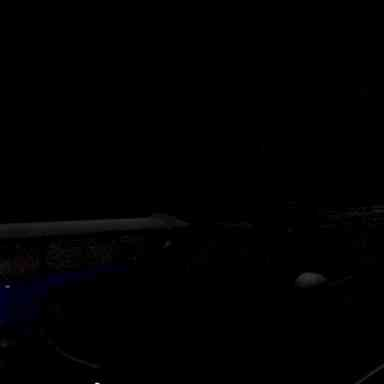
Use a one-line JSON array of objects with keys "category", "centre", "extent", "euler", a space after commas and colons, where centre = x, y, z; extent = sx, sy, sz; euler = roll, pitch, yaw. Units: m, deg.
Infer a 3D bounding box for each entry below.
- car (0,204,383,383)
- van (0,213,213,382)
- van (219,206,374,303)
[{"category": "car", "centre": [0.989, 1.219, 4.081], "extent": [5.566, 2.045, 2.150], "euler": [0, 0, -35]}, {"category": "van", "centre": [-1.770, 1.340, 5.283], "extent": [3.998, 1.788, 1.690], "euler": [0, -1, -35]}, {"category": "van", "centre": [2.782, 1.336, 8.520], "extent": [3.998, 1.788, 1.690], "euler": [0, -1, -35]}]
